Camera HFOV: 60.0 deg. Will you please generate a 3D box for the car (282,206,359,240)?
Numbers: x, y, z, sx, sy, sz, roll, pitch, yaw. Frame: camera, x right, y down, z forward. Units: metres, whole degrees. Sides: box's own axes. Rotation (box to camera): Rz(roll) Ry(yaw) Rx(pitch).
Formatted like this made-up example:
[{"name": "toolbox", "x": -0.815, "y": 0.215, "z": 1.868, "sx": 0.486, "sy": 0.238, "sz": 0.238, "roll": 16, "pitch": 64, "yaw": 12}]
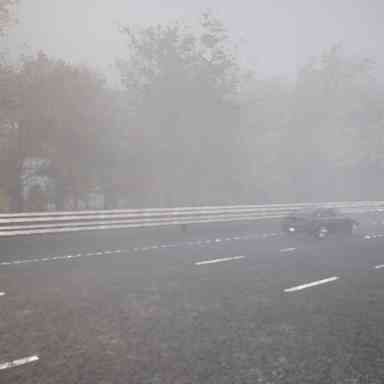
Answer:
[{"name": "car", "x": 6.691, "y": 1.515, "z": 17.119, "sx": 4.892, "sy": 1.490, "sz": 1.837, "roll": 0, "pitch": 0, "yaw": -36}]
